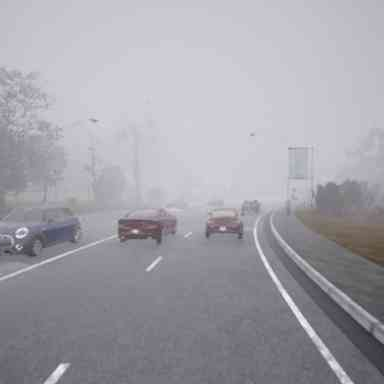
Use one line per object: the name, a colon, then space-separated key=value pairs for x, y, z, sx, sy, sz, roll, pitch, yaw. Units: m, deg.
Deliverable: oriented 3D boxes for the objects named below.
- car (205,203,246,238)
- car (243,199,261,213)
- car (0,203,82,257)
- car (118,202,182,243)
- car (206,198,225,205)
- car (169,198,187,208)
car: x=1.805 y=1.544 z=17.751 sx=1.812 sy=1.442 sz=4.674 roll=0 pitch=0 yaw=9
car: x=6.869 y=1.544 z=38.505 sx=2.128 sy=1.511 sz=4.902 roll=0 pitch=0 yaw=17
car: x=-6.144 y=1.332 z=12.910 sx=2.097 sy=1.767 sz=4.553 roll=0 pitch=0 yaw=7
car: x=-1.994 y=1.478 z=16.187 sx=1.882 sy=1.535 sz=5.008 roll=0 pitch=0 yaw=8
car: x=3.723 y=1.581 z=52.128 sx=2.033 sy=1.411 sz=5.357 roll=0 pitch=0 yaw=19
car: x=-2.092 y=1.566 z=45.686 sx=1.994 sy=1.385 sz=4.181 roll=0 pitch=0 yaw=18
